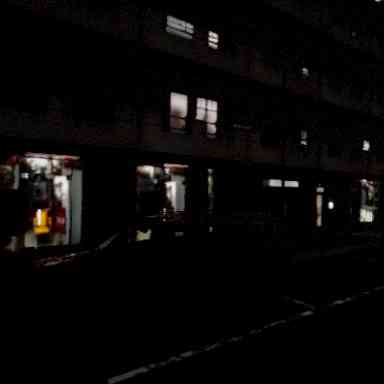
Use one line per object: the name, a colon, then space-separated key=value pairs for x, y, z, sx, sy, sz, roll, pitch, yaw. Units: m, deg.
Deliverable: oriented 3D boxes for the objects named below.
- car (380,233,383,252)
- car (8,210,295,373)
car: x=8.702 y=1.545 z=12.244 sx=4.313 sy=1.339 sz=1.947 roll=0 pitch=1 yaw=-35
car: x=-0.316 y=1.310 z=5.836 sx=5.009 sy=1.841 sz=2.192 roll=0 pitch=2 yaw=-35
